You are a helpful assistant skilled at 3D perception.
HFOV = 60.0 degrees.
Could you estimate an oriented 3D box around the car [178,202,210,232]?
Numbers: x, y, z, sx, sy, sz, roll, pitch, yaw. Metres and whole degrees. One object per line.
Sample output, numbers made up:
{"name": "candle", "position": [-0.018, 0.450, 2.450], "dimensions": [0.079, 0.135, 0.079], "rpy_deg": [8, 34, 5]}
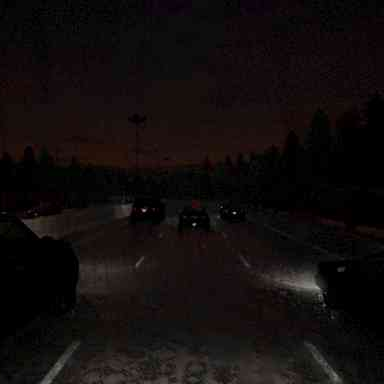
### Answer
{"name": "car", "position": [0.132, 1.654, 21.274], "dimensions": [2.128, 1.511, 4.902], "rpy_deg": [0, 0, 0]}

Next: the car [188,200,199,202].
{"name": "car", "position": [0.169, 1.814, 44.367], "dimensions": [1.882, 1.535, 5.008], "rpy_deg": [0, 0, 0]}

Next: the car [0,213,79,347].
{"name": "car", "position": [-3.400, 1.255, 4.491], "dimensions": [2.150, 2.045, 5.566], "rpy_deg": [0, 0, 0]}

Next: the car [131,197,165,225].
{"name": "car", "position": [-3.362, 1.418, 26.091], "dimensions": [2.150, 2.045, 5.566], "rpy_deg": [0, 0, 0]}

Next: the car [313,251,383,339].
{"name": "car", "position": [3.597, 1.589, 4.914], "dimensions": [2.033, 1.411, 5.357], "rpy_deg": [0, 0, 0]}

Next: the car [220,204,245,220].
{"name": "car", "position": [3.647, 1.799, 30.494], "dimensions": [1.994, 1.385, 4.181], "rpy_deg": [0, 0, 0]}

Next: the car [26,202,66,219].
{"name": "car", "position": [-14.043, 1.756, 32.271], "dimensions": [1.812, 1.442, 4.674], "rpy_deg": [0, -1, 0]}
